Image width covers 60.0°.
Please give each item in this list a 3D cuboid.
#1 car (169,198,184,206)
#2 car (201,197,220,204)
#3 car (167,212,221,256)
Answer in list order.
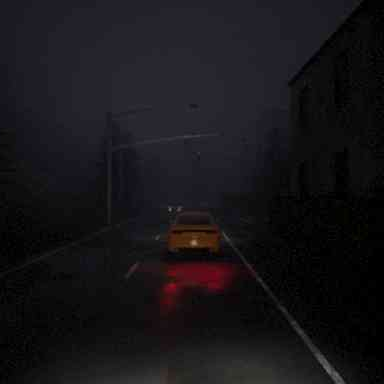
[{"bbox_3d":[-2.625,1.724,58.146,1.812,1.442,4.674,0,0,12],"label":"car"},{"bbox_3d":[4.109,1.787,72.447,2.033,1.411,5.357,0,0,40],"label":"car"},{"bbox_3d":[0.079,1.524,13.357,1.882,1.535,5.008,0,0,0],"label":"car"}]
